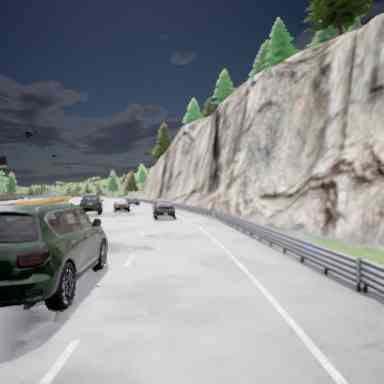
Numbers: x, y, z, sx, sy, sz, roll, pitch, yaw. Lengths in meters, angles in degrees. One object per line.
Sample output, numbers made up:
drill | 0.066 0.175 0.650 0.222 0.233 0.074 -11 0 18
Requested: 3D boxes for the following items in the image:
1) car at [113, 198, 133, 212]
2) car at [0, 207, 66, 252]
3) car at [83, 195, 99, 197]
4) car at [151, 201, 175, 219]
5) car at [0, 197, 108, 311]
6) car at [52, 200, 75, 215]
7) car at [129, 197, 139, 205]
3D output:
car | -8.899 1.755 41.844 1.895 1.301 4.718 -1 0 -15
car | -7.606 1.584 15.547 1.882 1.535 5.008 0 0 -5
car | -11.030 1.395 36.564 2.150 2.045 5.566 0 0 -14
car | -2.631 1.573 30.257 1.837 1.490 4.892 0 0 -10
car | -3.559 1.273 7.950 2.150 2.045 5.566 0 0 -3
car | -15.110 1.770 39.324 2.033 1.411 5.357 -1 0 -17
car | -10.887 1.693 61.019 2.128 1.511 4.902 -1 0 -17
